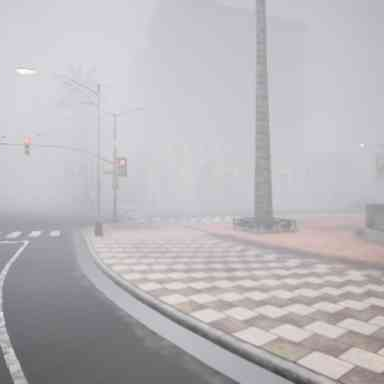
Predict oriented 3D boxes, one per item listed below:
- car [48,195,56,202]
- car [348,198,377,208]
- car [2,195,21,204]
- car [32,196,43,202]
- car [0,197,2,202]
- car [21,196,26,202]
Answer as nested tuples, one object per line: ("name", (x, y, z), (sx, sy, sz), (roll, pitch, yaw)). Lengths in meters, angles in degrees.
("car", (-35.256, 1.724, 83.607), (2.033, 1.411, 5.357), (0, 0, -21))
("car", (25.925, 1.664, 50.574), (4.674, 1.442, 1.812), (0, 0, -21))
("car", (-36.671, 1.742, 67.523), (1.895, 1.301, 4.718), (0, 0, -21))
("car", (-38.537, 1.721, 82.387), (2.033, 1.411, 5.357), (0, 0, -21))
("car", (-45.744, 1.693, 81.601), (1.994, 1.385, 4.181), (0, 0, -21))
("car", (-42.485, 1.670, 82.876), (1.812, 1.442, 4.674), (0, 0, -21))
